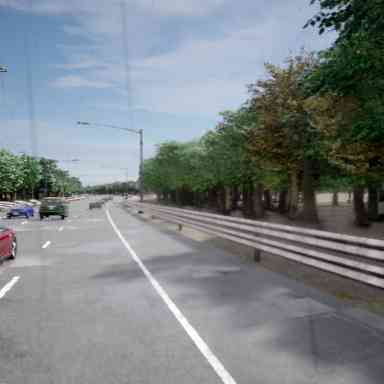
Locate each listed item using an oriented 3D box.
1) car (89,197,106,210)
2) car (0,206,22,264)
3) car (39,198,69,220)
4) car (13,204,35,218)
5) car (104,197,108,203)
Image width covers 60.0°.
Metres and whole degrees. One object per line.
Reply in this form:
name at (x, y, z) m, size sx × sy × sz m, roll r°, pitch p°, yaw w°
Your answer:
car at (-15.615, 2.028, 54.132) m, size 2.128 × 1.511 × 4.902 m, roll 0°, pitch 0°, yaw -14°
car at (-6.784, 1.465, 9.973) m, size 2.097 × 1.767 × 4.553 m, roll 0°, pitch -1°, yaw -17°
car at (-13.333, 1.571, 32.375) m, size 2.150 × 2.045 × 5.566 m, roll 0°, pitch 0°, yaw -16°
car at (-17.403, 1.911, 33.994) m, size 1.812 × 1.442 × 4.674 m, roll 0°, pitch 0°, yaw -15°
car at (-21.250, 2.329, 77.303) m, size 1.895 × 1.301 × 4.718 m, roll 0°, pitch 0°, yaw -13°
